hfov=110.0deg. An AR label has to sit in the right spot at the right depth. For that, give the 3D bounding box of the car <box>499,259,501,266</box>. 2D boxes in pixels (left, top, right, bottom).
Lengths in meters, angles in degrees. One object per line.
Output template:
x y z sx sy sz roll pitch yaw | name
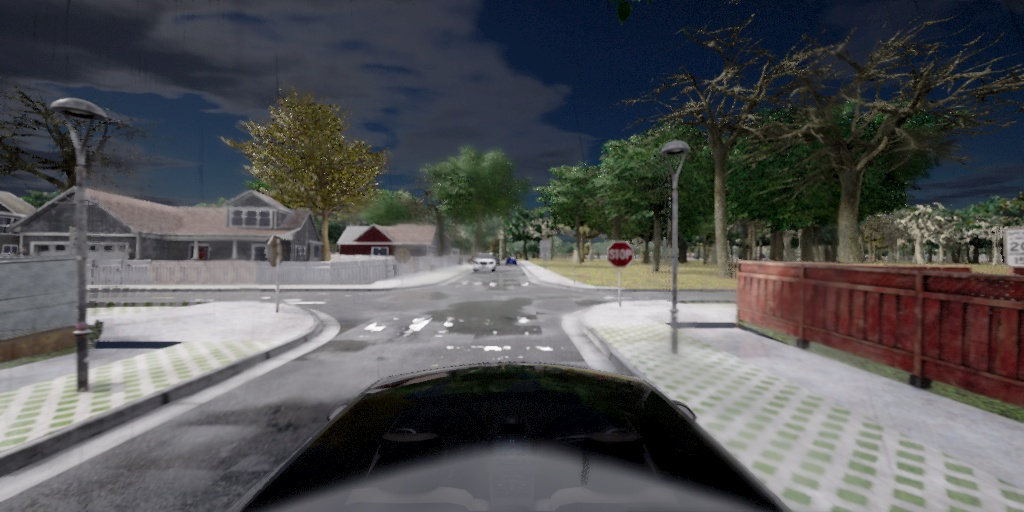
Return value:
-2.870 0.850 59.295 2.128 1.511 4.902 0 0 0 | car

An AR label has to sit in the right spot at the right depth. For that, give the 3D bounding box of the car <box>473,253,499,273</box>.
-2.906 0.678 39.041 2.150 2.045 5.566 0 1 0 | car

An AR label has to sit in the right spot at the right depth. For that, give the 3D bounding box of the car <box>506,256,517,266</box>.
-0.108 0.830 60.339 1.882 1.535 5.008 0 0 0 | car
